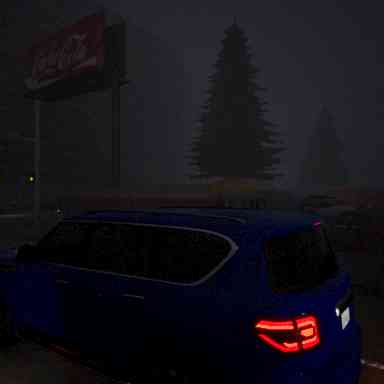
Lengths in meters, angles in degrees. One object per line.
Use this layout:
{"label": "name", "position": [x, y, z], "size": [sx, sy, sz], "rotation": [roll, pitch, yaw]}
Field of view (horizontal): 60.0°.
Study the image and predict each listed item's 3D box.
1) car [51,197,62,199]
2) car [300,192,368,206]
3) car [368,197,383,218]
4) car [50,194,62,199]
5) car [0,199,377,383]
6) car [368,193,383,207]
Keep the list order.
{"label": "car", "position": [-11.309, 1.505, 33.626], "size": [1.837, 1.490, 4.892], "rotation": [0, 0, 35]}
{"label": "car", "position": [9.169, 1.149, 22.010], "size": [3.866, 1.878, 1.905], "rotation": [0, 0, 35]}
{"label": "car", "position": [11.109, 1.338, 24.067], "size": [4.193, 1.474, 1.816], "rotation": [0, 0, 35]}
{"label": "car", "position": [-13.986, 1.222, 36.249], "size": [2.150, 2.045, 5.566], "rotation": [0, 0, 35]}
{"label": "car", "position": [-0.795, 1.221, 4.566], "size": [5.566, 2.045, 2.150], "rotation": [0, 0, 36]}
{"label": "car", "position": [26.613, 1.285, 47.798], "size": [3.988, 1.617, 1.851], "rotation": [0, 0, 35]}
